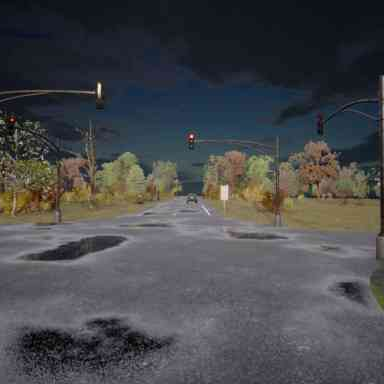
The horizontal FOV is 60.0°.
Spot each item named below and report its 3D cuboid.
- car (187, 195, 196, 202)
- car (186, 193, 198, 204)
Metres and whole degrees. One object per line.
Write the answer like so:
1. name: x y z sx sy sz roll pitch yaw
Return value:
1. car: -0.003 1.464 78.020 2.033 1.411 5.357 0 0 0
2. car: -0.002 1.291 67.629 2.150 2.045 5.566 0 0 0
